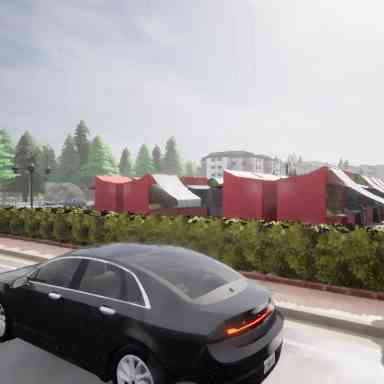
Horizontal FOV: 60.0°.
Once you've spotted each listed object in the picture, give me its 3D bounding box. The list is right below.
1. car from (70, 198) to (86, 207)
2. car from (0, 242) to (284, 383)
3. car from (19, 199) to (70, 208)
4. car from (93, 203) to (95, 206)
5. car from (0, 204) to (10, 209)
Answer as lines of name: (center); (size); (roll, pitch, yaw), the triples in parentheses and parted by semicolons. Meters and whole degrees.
car: (-15.252, 1.547, 40.559); (2.128, 1.511, 4.902); (0, 0, 36)
car: (-1.173, 1.505, 4.839); (4.892, 1.490, 1.837); (0, 0, 36)
car: (-15.516, 1.656, 34.248); (1.895, 1.301, 4.718); (0, 0, 36)
car: (-10.198, 1.407, 41.555); (2.097, 1.767, 4.553); (0, 0, 36)
car: (-20.862, 1.603, 32.821); (2.033, 1.411, 5.357); (0, 0, 39)
